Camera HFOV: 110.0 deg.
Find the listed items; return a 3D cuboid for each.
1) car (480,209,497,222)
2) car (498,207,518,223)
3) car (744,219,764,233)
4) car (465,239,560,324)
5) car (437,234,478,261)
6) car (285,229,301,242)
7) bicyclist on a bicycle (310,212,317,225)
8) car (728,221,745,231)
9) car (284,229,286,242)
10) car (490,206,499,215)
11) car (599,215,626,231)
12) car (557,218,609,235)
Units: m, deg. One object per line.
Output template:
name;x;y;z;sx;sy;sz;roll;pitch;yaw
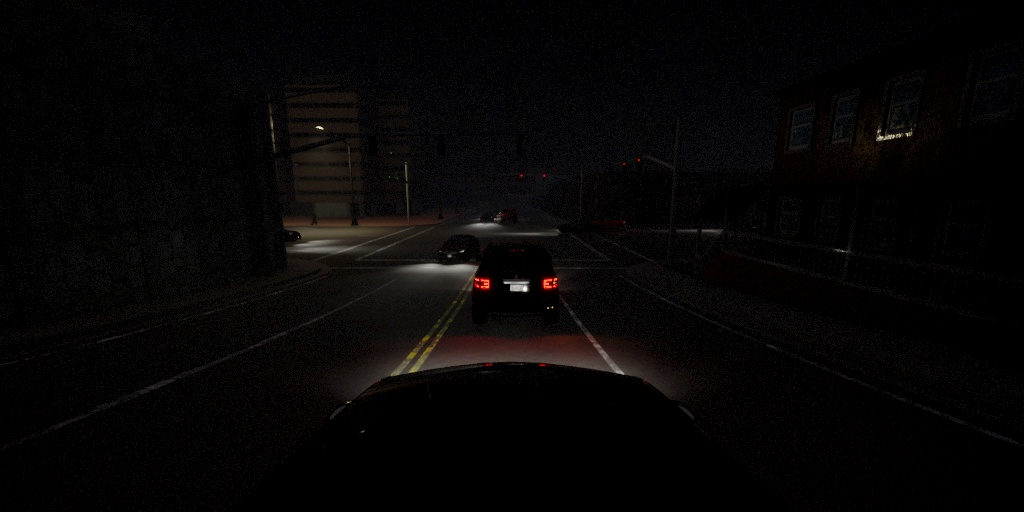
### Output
car;-3.726;-5.881;54.115;1.895;1.301;4.718;0;10;0
car;-0.335;-6.062;52.932;2.150;2.045;5.566;1;10;3
car;27.602;-3.270;36.650;5.566;2.045;2.150;0;10;0
car;0.063;0.602;10.735;2.150;2.045;5.566;0;4;-1
car;-3.303;-0.648;23.008;1.812;1.442;4.674;1;10;8
car;-20.106;-1.806;29.623;4.892;1.490;1.837;0;10;0
bicyclist on a bicycle;-25.377;-4.785;45.848;0.582;1.620;1.656;0;10;0
car;26.854;-3.487;40.164;4.718;1.301;1.895;0;10;0
car;-19.912;-1.232;26.178;4.902;1.511;2.128;0;10;0
car;-3.723;-7.449;62.862;1.812;1.442;4.674;0;10;0
car;10.342;-3.758;40.235;4.553;1.767;2.097;0;10;1
car;7.072;-2.909;36.730;4.718;1.301;1.895;0;10;0
